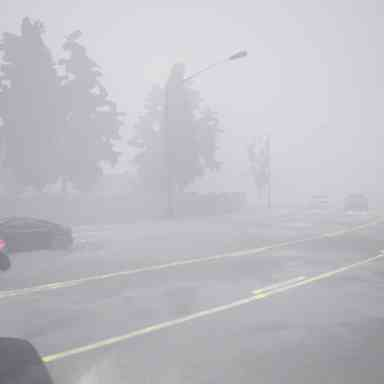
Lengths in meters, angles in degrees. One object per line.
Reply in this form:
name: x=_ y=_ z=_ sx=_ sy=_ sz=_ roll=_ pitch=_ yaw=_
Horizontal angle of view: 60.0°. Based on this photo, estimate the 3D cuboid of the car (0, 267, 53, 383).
car: x=-3.384 y=1.571 z=1.413 sx=5.357 sy=1.411 sz=2.033 roll=-1 pitch=0 yaw=-35

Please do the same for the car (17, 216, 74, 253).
car: x=-6.624 y=1.602 z=12.371 sx=4.181 sy=1.385 sz=1.994 roll=0 pitch=0 yaw=-37

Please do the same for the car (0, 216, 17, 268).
car: x=-6.903 y=1.389 z=7.831 sx=4.553 sy=1.767 sz=2.097 roll=0 pitch=0 yaw=-36

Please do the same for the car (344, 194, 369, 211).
car: x=19.911 y=1.206 z=40.520 sx=2.150 sy=2.045 sz=5.566 roll=-1 pitch=-1 yaw=18

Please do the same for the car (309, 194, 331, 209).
car: x=18.096 y=1.300 z=47.245 sx=2.150 sy=2.045 sz=5.566 roll=-1 pitch=0 yaw=11
